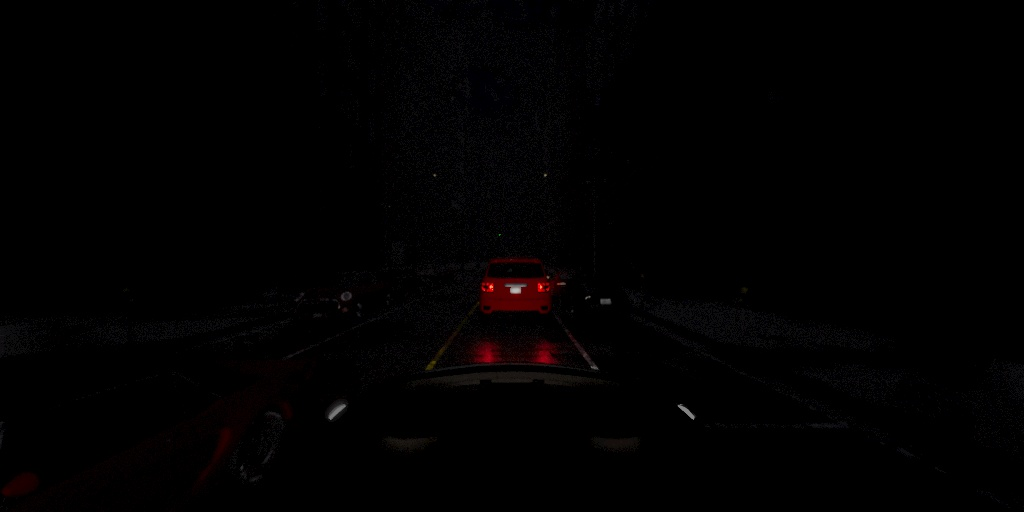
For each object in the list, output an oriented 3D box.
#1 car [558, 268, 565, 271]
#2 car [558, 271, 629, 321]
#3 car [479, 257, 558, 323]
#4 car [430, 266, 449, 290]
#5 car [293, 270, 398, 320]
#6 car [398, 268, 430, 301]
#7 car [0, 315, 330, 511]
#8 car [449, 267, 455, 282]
[{"bbox_3d":[2.766,1.401,18.118,1.888,1.381,4.507,0,0,0],"label":"car"},{"bbox_3d":[2.765,1.386,12.614,1.948,1.339,4.313,0,0,0],"label":"car"},{"bbox_3d":[0.107,1.043,12.545,2.150,2.045,5.566,0,0,0],"label":"car"},{"bbox_3d":[-5.758,1.442,23.626,2.007,1.370,4.403,0,0,0],"label":"car"},{"bbox_3d":[-5.761,1.259,12.616,1.967,1.591,4.097,0,0,0],"label":"car"},{"bbox_3d":[-5.760,1.421,18.121,1.948,1.339,4.313,0,0,0],"label":"car"},{"bbox_3d":[-3.100,1.351,1.829,1.895,1.301,4.718,0,0,0],"label":"car"},{"bbox_3d":[-5.757,1.473,29.131,1.888,1.381,4.507,0,0,0],"label":"car"}]
